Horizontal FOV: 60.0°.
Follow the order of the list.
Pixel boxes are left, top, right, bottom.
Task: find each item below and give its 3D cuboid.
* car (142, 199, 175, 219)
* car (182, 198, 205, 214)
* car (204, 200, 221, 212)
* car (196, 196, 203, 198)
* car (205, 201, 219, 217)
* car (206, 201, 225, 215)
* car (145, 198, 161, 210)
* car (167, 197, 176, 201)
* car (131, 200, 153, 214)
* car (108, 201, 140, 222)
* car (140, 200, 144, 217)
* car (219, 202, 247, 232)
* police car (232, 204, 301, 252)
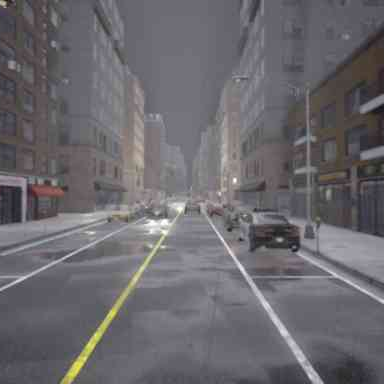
[{"bbox_3d":[-3.098,1.715,31.840,2.128,1.511,4.902,0,0,0],"label":"car"},{"bbox_3d":[0.074,1.770,39.215,2.128,1.511,4.902,0,-1,0],"label":"car"},{"bbox_3d":[2.673,1.873,44.731,2.008,1.369,4.403,0,0,0],"label":"car"},{"bbox_3d":[2.534,2.235,88.656,1.887,1.381,4.507,0,-1,-1],"label":"car"},{"bbox_3d":[2.675,1.782,33.748,1.887,1.381,4.507,0,0,0],"label":"car"},{"bbox_3d":[2.674,1.824,39.239,1.887,1.381,4.507,0,0,0],"label":"car"},{"bbox_3d":[-5.853,1.805,50.218,1.967,1.590,4.097,0,0,0],"label":"car"},{"bbox_3d":[-5.991,2.241,88.578,2.008,1.369,4.403,0,-1,-1],"label":"car"},{"bbox_3d":[-5.852,1.720,39.232,1.967,1.590,4.097,0,0,0],"label":"car"},{"bbox_3d":[-5.852,1.721,28.076,1.752,1.417,4.829,0,0,0],"label":"car"},{"bbox_3d":[-5.852,1.788,33.739,2.008,1.369,4.403,0,0,0],"label":"car"},{"bbox_3d":[3.112,1.499,21.340,2.097,1.767,4.553,0,0,0],"label":"car"},{"bbox_3d":[3.133,1.523,14.480,1.930,1.638,5.238,0,0,0],"label":"police car"}]
